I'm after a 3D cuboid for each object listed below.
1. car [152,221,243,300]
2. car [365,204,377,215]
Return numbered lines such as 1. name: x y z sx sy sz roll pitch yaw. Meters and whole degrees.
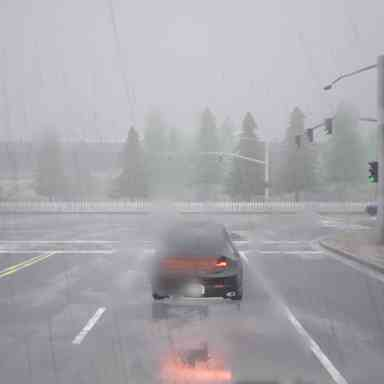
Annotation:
1. car: 0.171 1.505 8.374 1.837 1.490 4.892 0 0 2
2. car: 18.733 1.422 30.750 5.008 1.535 1.882 0 0 1
